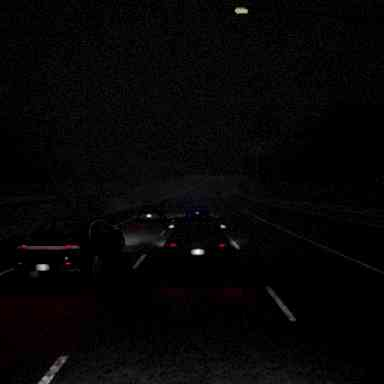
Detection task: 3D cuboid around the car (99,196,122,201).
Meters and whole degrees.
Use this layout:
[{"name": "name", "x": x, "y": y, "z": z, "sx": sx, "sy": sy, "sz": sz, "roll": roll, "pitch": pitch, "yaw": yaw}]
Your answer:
[{"name": "car", "x": -12.762, "y": 1.284, "z": 54.079, "sx": 2.033, "sy": 1.411, "sz": 5.357, "roll": 0, "pitch": 1, "yaw": 3}]

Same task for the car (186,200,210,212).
[{"name": "car", "x": 0.474, "y": 1.441, "z": 28.037, "sx": 1.882, "sy": 1.535, "sz": 5.008, "roll": 0, "pitch": 0, "yaw": 1}]

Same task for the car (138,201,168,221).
[{"name": "car", "x": -3.063, "y": 1.468, "z": 26.578, "sx": 1.837, "sy": 1.490, "sz": 4.892, "roll": 0, "pitch": 0, "yaw": 1}]

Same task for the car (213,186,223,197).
[{"name": "car", "x": 6.853, "y": 0.143, "z": 87.479, "sx": 2.150, "sy": 2.045, "sz": 5.566, "roll": 0, "pitch": 2, "yaw": 4}]

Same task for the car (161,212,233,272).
[{"name": "car", "x": 0.173, "y": 1.550, "z": 10.777, "sx": 1.994, "sy": 1.385, "sz": 4.181, "roll": 0, "pitch": 0, "yaw": 1}]

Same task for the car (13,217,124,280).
[{"name": "car", "x": -3.337, "y": 1.477, "z": 9.898, "sx": 2.128, "sy": 1.511, "sz": 4.902, "roll": 0, "pitch": 0, "yaw": 0}]

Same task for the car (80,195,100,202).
[{"name": "car", "x": -16.224, "y": 1.225, "z": 55.110, "sx": 1.837, "sy": 1.490, "sz": 4.892, "roll": 0, "pitch": 1, "yaw": 3}]

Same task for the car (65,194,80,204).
[{"name": "car", "x": -19.658, "y": 1.204, "z": 56.227, "sx": 1.837, "sy": 1.490, "sz": 4.892, "roll": 0, "pitch": 1, "yaw": 3}]
